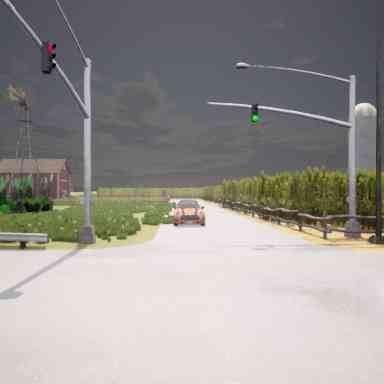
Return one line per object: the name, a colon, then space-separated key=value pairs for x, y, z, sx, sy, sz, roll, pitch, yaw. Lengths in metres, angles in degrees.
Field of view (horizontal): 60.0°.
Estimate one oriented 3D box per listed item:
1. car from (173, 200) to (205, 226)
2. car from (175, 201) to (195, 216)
car: x=-0.241 y=1.387 z=23.721 sx=2.097 sy=1.767 sz=4.553 roll=0 pitch=0 yaw=-3
car: x=-0.731 y=1.636 z=33.952 sx=1.895 sy=1.301 sz=4.718 roll=0 pitch=0 yaw=-3
